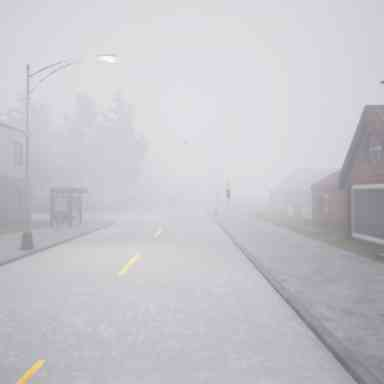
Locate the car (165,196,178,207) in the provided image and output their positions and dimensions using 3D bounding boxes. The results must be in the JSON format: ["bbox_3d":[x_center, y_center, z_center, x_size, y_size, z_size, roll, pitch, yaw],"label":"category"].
[{"bbox_3d":[-3.982,1.896,65.077,2.150,2.045,5.566,0,-1,0],"label":"car"}]
